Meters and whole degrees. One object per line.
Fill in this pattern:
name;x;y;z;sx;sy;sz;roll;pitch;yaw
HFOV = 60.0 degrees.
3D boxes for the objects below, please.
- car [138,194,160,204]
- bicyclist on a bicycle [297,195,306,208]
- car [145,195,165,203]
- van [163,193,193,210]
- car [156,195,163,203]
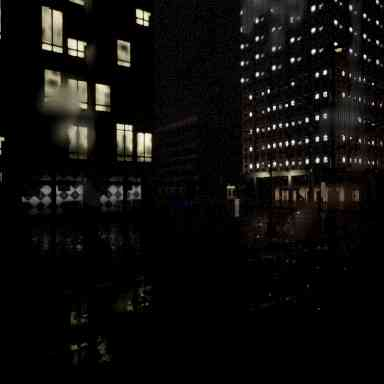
car;-7.820;1.203;59.853;1.882;1.535;5.008;-1;1;-34
bicyclist on a bicycle;12.902;1.117;39.178;1.656;1.620;0.582;-1;1;-34
car;-6.997;1.237;63.266;1.887;1.381;4.507;0;0;-34
van;-1.488;1.210;40.226;1.690;1.788;3.998;0;0;-34
car;-3.887;1.035;58.682;2.192;1.841;5.009;0;0;-34
